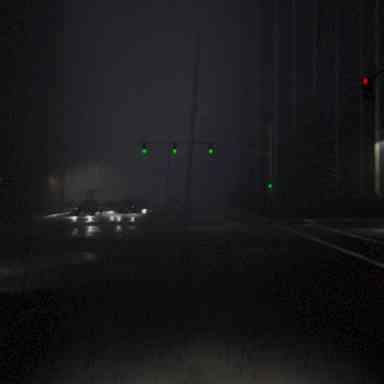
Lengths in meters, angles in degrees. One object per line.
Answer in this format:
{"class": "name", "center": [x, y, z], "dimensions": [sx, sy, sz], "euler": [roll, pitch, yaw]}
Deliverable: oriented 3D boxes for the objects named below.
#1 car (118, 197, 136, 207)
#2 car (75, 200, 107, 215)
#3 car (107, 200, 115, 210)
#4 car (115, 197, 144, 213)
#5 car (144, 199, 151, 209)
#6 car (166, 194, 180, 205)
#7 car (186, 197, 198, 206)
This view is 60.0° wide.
{"class": "car", "center": [-10.496, 1.601, 54.150], "dimensions": [1.882, 1.535, 5.008], "euler": [0, 0, 0]}
{"class": "car", "center": [-10.595, 1.605, 34.600], "dimensions": [1.812, 1.442, 4.674], "euler": [0, 0, 0]}
{"class": "car", "center": [-10.566, 1.700, 43.708], "dimensions": [1.895, 1.301, 4.718], "euler": [0, 0, 0]}
{"class": "car", "center": [-7.084, 1.592, 38.362], "dimensions": [1.837, 1.490, 4.892], "euler": [0, 0, 0]}
{"class": "car", "center": [-7.054, 1.671, 47.270], "dimensions": [1.994, 1.385, 4.181], "euler": [0, 0, 0]}
{"class": "car", "center": [-3.494, 1.359, 60.793], "dimensions": [2.150, 2.045, 5.566], "euler": [0, 0, 0]}
{"class": "car", "center": [0.005, 1.640, 59.873], "dimensions": [1.837, 1.490, 4.892], "euler": [0, 0, 0]}
